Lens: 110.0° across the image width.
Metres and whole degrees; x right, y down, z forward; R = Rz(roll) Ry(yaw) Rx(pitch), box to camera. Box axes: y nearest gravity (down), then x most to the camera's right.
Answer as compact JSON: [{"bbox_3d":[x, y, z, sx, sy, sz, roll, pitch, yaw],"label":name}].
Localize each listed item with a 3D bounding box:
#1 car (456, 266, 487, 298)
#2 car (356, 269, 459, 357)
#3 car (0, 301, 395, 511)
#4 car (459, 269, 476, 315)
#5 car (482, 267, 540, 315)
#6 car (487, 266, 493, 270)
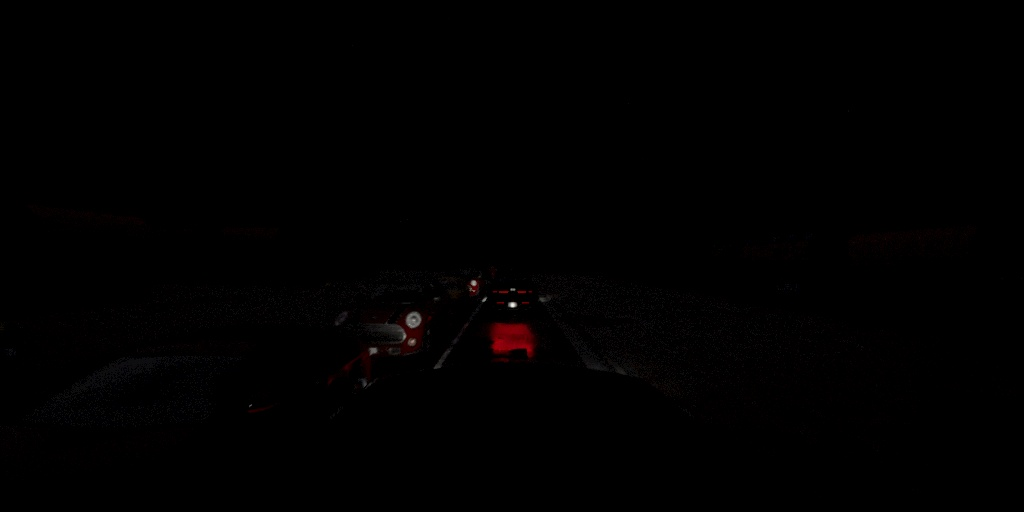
[{"bbox_3d":[-2.643,1.381,19.728,1.967,1.591,4.097,0,0,0],"label":"car"},{"bbox_3d":[-2.640,1.257,8.652,1.967,1.591,4.097,0,0,0],"label":"car"},{"bbox_3d":[-2.638,1.345,3.114,1.802,1.307,4.207,0,0,0],"label":"car"},{"bbox_3d":[-2.642,1.402,14.020,1.751,1.417,4.829,0,0,0],"label":"car"},{"bbox_3d":[0.043,1.384,14.327,1.837,1.490,4.892,0,0,0],"label":"car"},{"bbox_3d":[-2.645,1.563,25.267,2.007,1.370,4.403,0,0,0],"label":"car"}]
